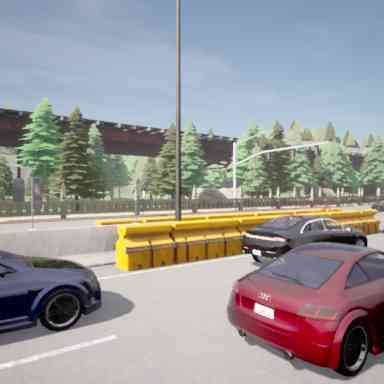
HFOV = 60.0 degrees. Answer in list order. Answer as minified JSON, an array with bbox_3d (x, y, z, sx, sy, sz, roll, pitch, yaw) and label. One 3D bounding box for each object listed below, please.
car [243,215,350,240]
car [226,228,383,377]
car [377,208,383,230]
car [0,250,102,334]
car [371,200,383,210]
[{"bbox_3d":[3.796,1.489,10.762,4.902,1.511,2.128,0,0,-36],"label":"car"},{"bbox_3d":[2.603,1.562,5.616,4.181,1.385,1.994,0,0,-35],"label":"car"},{"bbox_3d":[10.986,1.558,15.906,4.181,1.385,1.994,0,0,-35],"label":"car"},{"bbox_3d":[-3.664,1.564,5.429,4.181,1.385,1.994,0,0,-36],"label":"car"},{"bbox_3d":[21.527,1.552,36.592,4.181,1.385,1.994,0,0,-36],"label":"car"}]
